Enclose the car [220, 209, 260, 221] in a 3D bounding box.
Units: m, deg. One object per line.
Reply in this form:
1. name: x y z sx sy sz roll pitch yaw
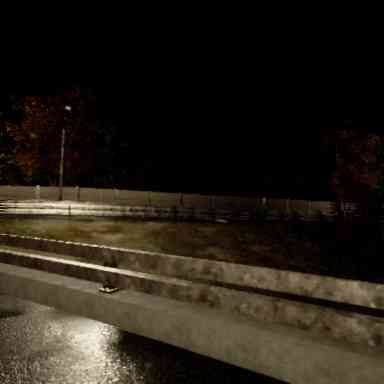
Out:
1. car: 6.229 2.941 42.528 5.357 1.411 2.033 4 -1 -24
